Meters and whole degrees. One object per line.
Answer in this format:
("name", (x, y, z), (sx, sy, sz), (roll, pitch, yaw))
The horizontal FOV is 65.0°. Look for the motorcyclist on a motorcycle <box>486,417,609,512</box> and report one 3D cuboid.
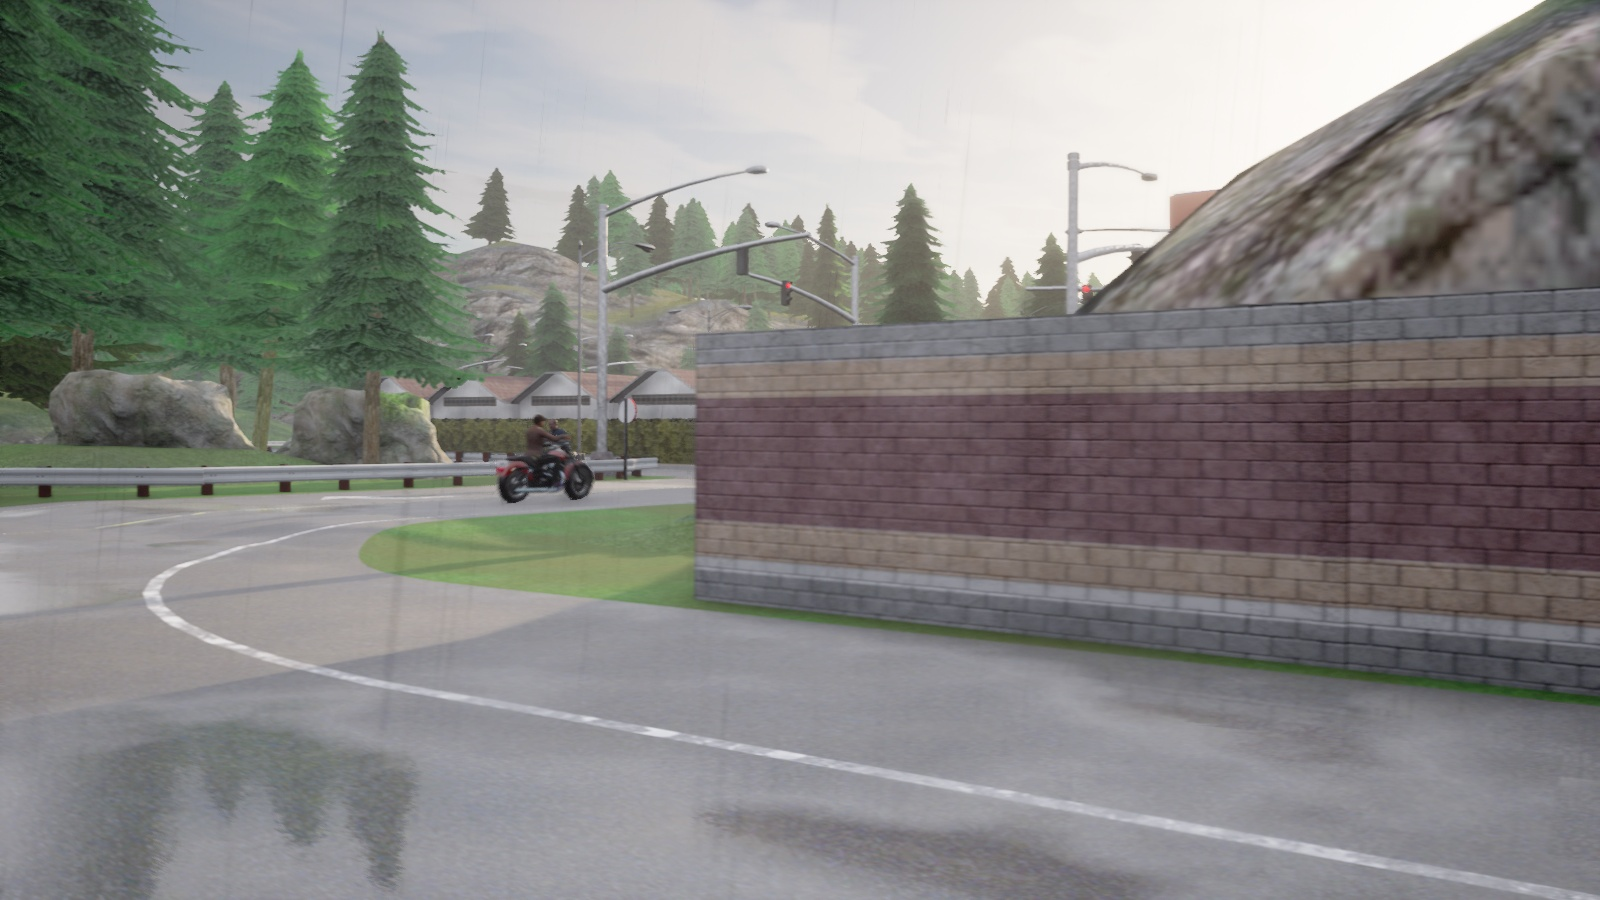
("motorcyclist on a motorcycle", (-4.594, 0.240, 23.072), (0.766, 1.649, 2.350), (0, 1, 33))
